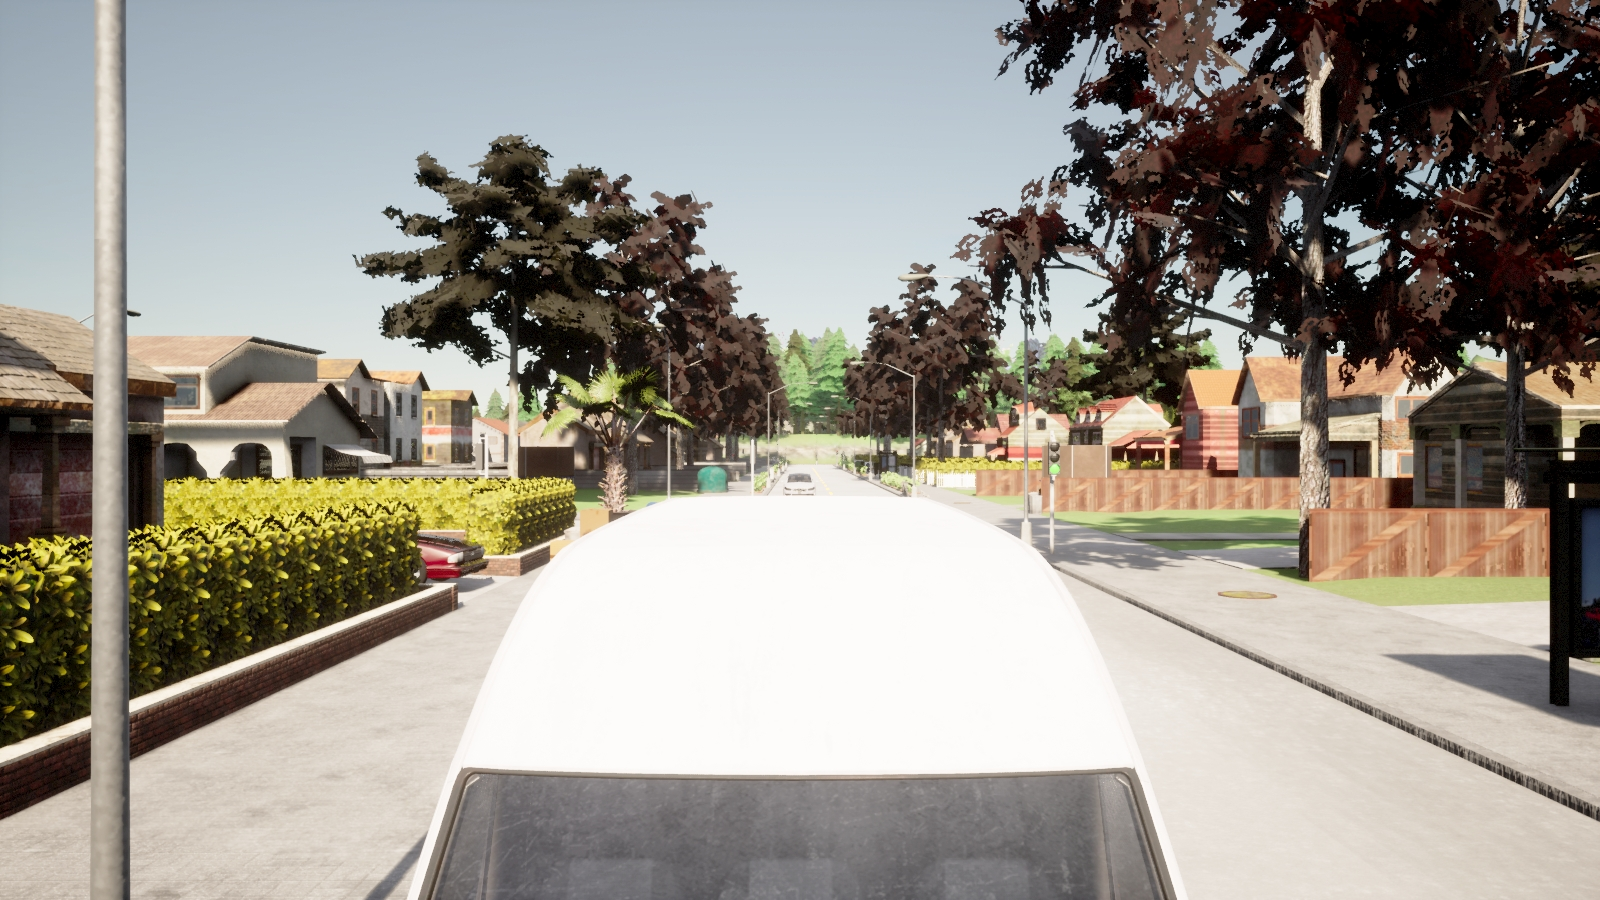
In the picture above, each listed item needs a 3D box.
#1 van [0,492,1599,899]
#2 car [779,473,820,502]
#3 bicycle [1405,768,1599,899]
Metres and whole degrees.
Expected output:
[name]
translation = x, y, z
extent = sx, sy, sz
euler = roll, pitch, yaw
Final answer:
[van]
translation = 0.002, 1.537, 4.030
extent = 1.988, 2.561, 5.915
euler = 0, 0, 0
[car]
translation = -0.024, 2.087, 64.511
extent = 2.231, 1.480, 4.892
euler = 0, 0, 0
[bicycle]
translation = 2.687, 2.062, 3.843
extent = 0.329, 1.471, 1.835
euler = 0, 0, 0
